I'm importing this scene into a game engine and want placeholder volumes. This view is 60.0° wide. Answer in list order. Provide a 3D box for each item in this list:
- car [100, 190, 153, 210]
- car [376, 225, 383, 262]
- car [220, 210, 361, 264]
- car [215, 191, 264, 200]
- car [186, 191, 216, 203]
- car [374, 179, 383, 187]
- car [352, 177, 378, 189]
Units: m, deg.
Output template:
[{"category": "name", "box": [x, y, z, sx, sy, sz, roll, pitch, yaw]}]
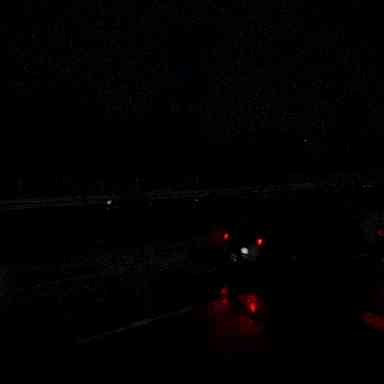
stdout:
[{"category": "car", "box": [-5.879, 0.767, 29.864, 4.553, 1.767, 2.097, -3, 2, -35]}, {"category": "car", "box": [6.640, 1.001, 8.461, 5.008, 1.535, 1.882, -3, 2, -35]}, {"category": "car", "box": [3.226, 1.204, 10.329, 4.718, 1.301, 1.895, -3, 2, -35]}, {"category": "car", "box": [4.479, 0.603, 28.634, 4.181, 1.385, 1.994, -3, 2, -35]}, {"category": "car", "box": [1.590, 0.616, 30.877, 4.674, 1.442, 1.812, -3, 2, -35]}, {"category": "car", "box": [23.007, -0.481, 37.485, 4.892, 1.490, 1.837, -3, 2, -35]}, {"category": "car", "box": [28.393, -1.450, 54.137, 5.566, 2.045, 2.150, -3, 2, -35]}]
